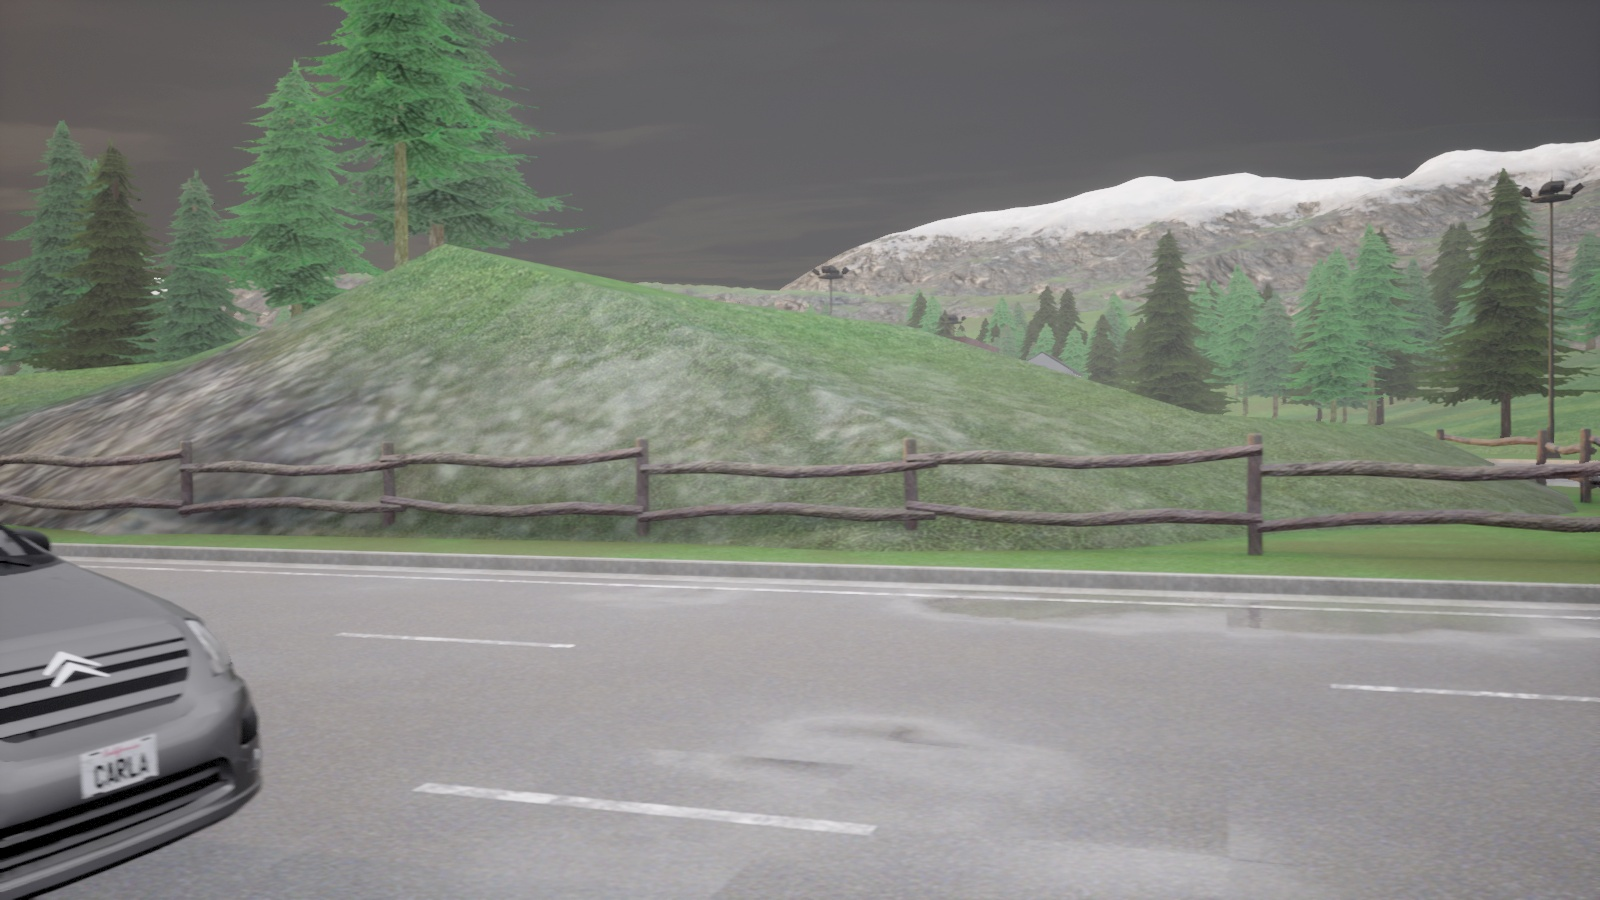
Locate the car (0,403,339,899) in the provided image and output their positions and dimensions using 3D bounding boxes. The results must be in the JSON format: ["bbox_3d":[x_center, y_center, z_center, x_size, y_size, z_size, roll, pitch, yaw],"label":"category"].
[{"bbox_3d":[-3.938,0.667,4.516,3.988,1.617,1.851,0,1,19],"label":"car"}]
